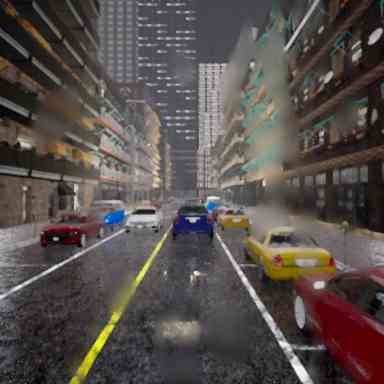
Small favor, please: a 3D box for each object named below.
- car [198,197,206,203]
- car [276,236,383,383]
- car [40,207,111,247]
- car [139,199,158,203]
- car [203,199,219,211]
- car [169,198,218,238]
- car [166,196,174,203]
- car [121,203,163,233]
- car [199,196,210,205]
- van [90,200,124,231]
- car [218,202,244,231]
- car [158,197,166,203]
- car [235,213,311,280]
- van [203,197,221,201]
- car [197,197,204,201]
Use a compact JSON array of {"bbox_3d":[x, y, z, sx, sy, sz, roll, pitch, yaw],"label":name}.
[{"bbox_3d":[2.407,1.934,83.571,1.802,1.307,4.206,0,0,0],"label":"car"},{"bbox_3d":[2.566,1.554,3.917,1.887,1.381,4.507,0,0,0],"label":"car"},{"bbox_3d":[-5.337,1.602,15.271,1.887,1.381,4.507,0,0,0],"label":"car"},{"bbox_3d":[-5.383,1.691,38.029,1.887,1.381,4.507,0,0,0],"label":"car"},{"bbox_3d":[2.486,1.685,43.914,1.752,1.417,4.829,0,0,0],"label":"car"},{"bbox_3d":[0.050,1.411,18.117,2.097,1.767,4.553,0,0,0],"label":"car"},{"bbox_3d":[-5.450,1.742,72.168,1.967,1.590,4.097,0,0,0],"label":"car"},{"bbox_3d":[-2.788,1.597,20.168,1.812,1.442,4.674,0,0,0],"label":"car"},{"bbox_3d":[2.442,1.702,66.502,1.967,1.590,4.097,0,0,0],"label":"car"},{"bbox_3d":[-5.347,1.419,20.960,1.690,1.788,3.998,0,0,0],"label":"van"},{"bbox_3d":[2.531,1.593,21.155,1.752,1.417,4.829,0,0,0],"label":"car"},{"bbox_3d":[-5.405,1.739,49.409,1.887,1.381,4.507,0,0,0],"label":"car"},{"bbox_3d":[2.554,1.553,9.777,1.752,1.417,4.829,0,0,0],"label":"car"},{"bbox_3d":[2.499,1.476,38.055,1.690,1.788,3.998,0,0,0],"label":"van"},{"bbox_3d":[2.384,1.998,94.949,1.802,1.307,4.206,0,0,0],"label":"car"}]
